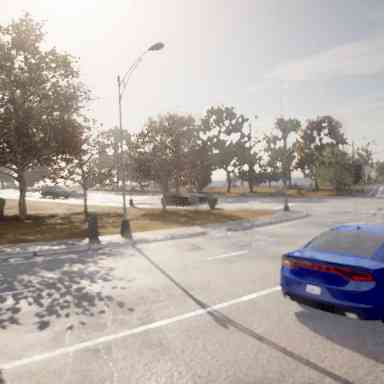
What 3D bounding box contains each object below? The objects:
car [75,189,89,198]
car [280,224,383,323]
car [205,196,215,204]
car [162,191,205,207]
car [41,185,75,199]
[{"bbox_3d":[-19.443,0.241,55.461,4.718,1.301,1.895,2,4,34],"label":"car"},{"bbox_3d":[3.919,1.423,7.047,5.008,1.535,1.882,-1,1,-39],"label":"car"},{"bbox_3d":[0.696,0.802,42.131,4.718,1.301,1.895,0,3,33],"label":"car"},{"bbox_3d":[-1.311,0.716,39.254,4.553,1.767,2.097,0,3,33],"label":"car"},{"bbox_3d":[-21.696,0.014,52.743,5.566,2.045,2.150,2,4,34],"label":"car"}]
